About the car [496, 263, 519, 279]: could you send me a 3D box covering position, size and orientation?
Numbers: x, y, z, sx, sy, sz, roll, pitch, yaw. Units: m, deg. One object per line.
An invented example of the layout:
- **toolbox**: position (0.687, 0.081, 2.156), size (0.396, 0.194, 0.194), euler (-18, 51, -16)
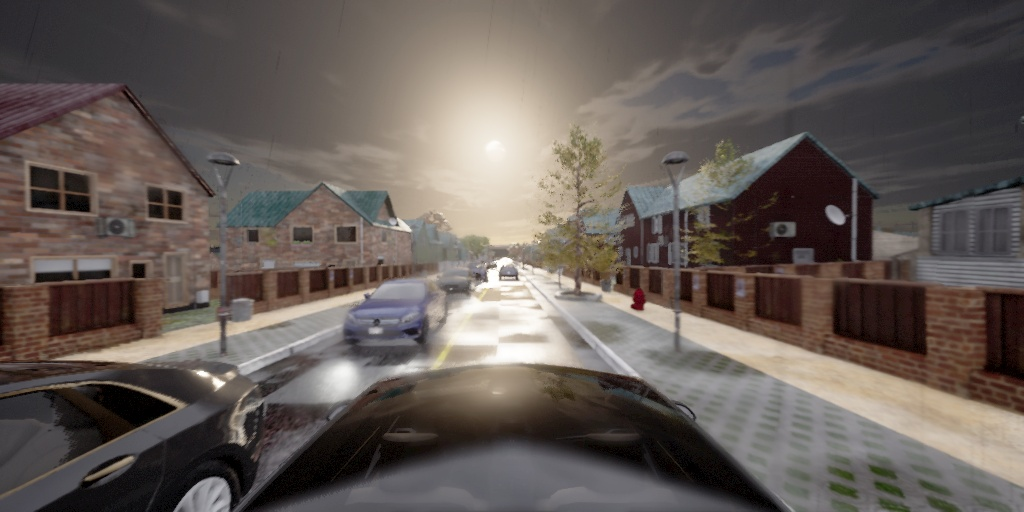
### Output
- **car**: position (-0.350, 1.578, 36.132), size (1.994, 1.385, 4.181), euler (0, 0, -1)

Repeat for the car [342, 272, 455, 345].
- **car**: position (-2.931, 1.356, 9.982), size (1.812, 1.442, 4.674), euler (0, 0, -1)

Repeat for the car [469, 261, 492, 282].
- **car**: position (-3.183, 1.352, 31.823), size (2.097, 1.767, 4.553), euler (0, -1, 0)

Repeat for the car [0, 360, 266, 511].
- **car**: position (-2.787, 1.266, 0.788), size (1.837, 1.490, 4.892), euler (0, 0, -1)

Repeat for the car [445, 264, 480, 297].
- **car**: position (-3.070, 1.415, 20.342), size (1.837, 1.490, 4.892), euler (0, 0, -1)
